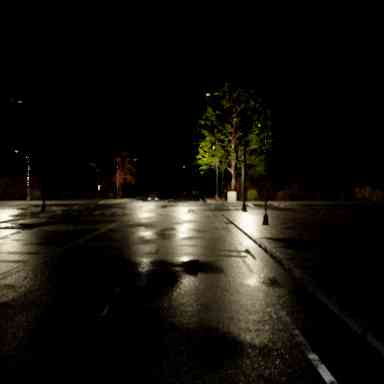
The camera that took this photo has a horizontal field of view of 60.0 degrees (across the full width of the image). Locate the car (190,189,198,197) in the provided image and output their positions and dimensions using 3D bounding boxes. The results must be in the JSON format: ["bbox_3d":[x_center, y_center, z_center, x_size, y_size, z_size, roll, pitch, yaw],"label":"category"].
[{"bbox_3d":[0.561,0.515,89.544,2.097,1.767,4.553,0,1,1],"label":"car"}]

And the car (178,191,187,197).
[{"bbox_3d":[-2.695,0.702,89.214,2.033,1.411,5.357,0,1,1],"label":"car"}]

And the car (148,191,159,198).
[{"bbox_3d":[-9.339,0.607,80.720,2.097,1.767,4.553,0,1,1],"label":"car"}]
